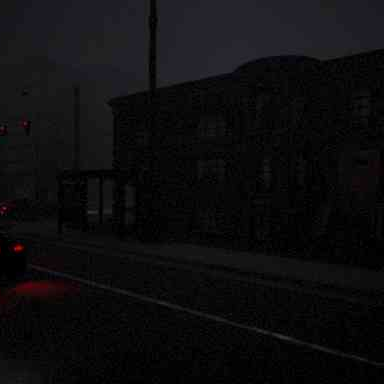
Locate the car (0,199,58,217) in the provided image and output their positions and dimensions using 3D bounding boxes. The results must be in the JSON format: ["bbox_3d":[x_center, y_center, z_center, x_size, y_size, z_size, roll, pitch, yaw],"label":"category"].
[{"bbox_3d":[-12.860,1.236,26.821,1.895,1.301,4.718,1,1,39],"label":"car"}]

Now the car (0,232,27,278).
[{"bbox_3d":[-6.050,1.427,8.479,4.181,1.385,1.994,1,1,37],"label":"car"}]
